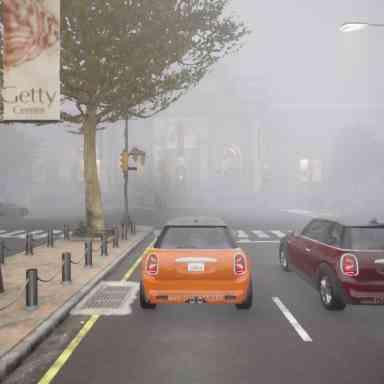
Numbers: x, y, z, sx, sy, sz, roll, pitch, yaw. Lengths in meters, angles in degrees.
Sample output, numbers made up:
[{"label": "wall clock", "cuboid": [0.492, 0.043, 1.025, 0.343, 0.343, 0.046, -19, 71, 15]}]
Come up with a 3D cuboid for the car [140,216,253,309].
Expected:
[{"label": "car", "cuboid": [0.086, 1.352, 8.030, 2.097, 1.767, 4.553, 0, 0, 0]}]

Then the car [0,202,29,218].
[{"label": "car", "cuboid": [-16.881, 1.564, 29.627, 4.181, 1.385, 1.994, 0, 0, 0]}]

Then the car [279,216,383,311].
[{"label": "car", "cuboid": [3.585, 1.352, 7.933, 2.097, 1.767, 4.553, 0, 0, 0]}]
